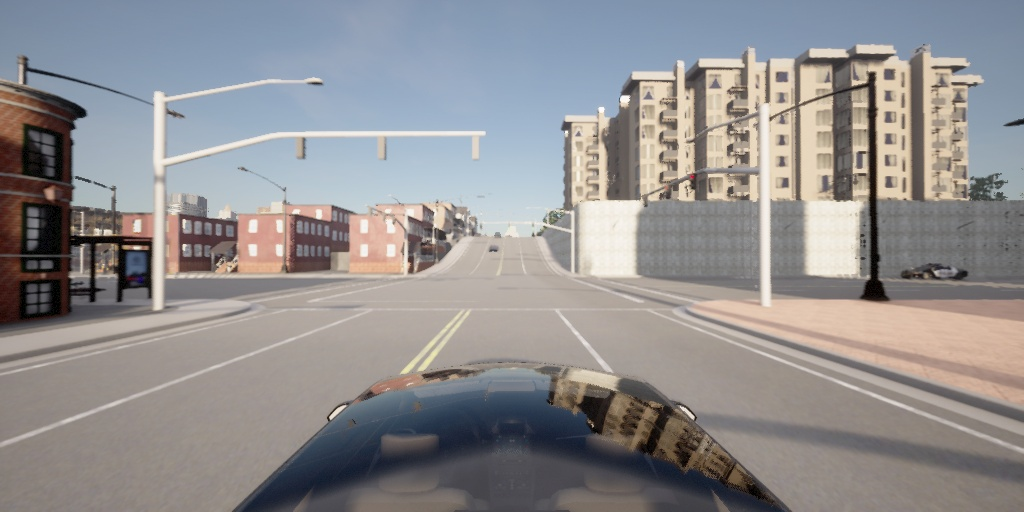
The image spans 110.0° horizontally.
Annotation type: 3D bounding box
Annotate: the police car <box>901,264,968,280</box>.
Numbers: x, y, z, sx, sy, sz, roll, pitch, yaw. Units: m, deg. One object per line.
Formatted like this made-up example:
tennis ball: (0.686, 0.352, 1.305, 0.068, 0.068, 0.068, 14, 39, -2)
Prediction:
police car: (41.031, 1.565, 35.068, 4.974, 1.542, 2.038, 0, -1, 0)
